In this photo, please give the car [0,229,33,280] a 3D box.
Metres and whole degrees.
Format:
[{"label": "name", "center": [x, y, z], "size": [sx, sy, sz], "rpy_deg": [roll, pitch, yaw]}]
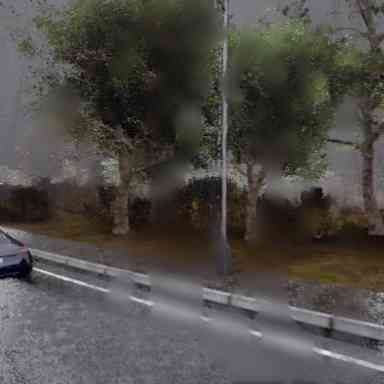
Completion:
[{"label": "car", "center": [-6.058, 1.566, 8.958], "size": [4.181, 1.385, 1.994], "rpy_deg": [0, 0, 40]}]
